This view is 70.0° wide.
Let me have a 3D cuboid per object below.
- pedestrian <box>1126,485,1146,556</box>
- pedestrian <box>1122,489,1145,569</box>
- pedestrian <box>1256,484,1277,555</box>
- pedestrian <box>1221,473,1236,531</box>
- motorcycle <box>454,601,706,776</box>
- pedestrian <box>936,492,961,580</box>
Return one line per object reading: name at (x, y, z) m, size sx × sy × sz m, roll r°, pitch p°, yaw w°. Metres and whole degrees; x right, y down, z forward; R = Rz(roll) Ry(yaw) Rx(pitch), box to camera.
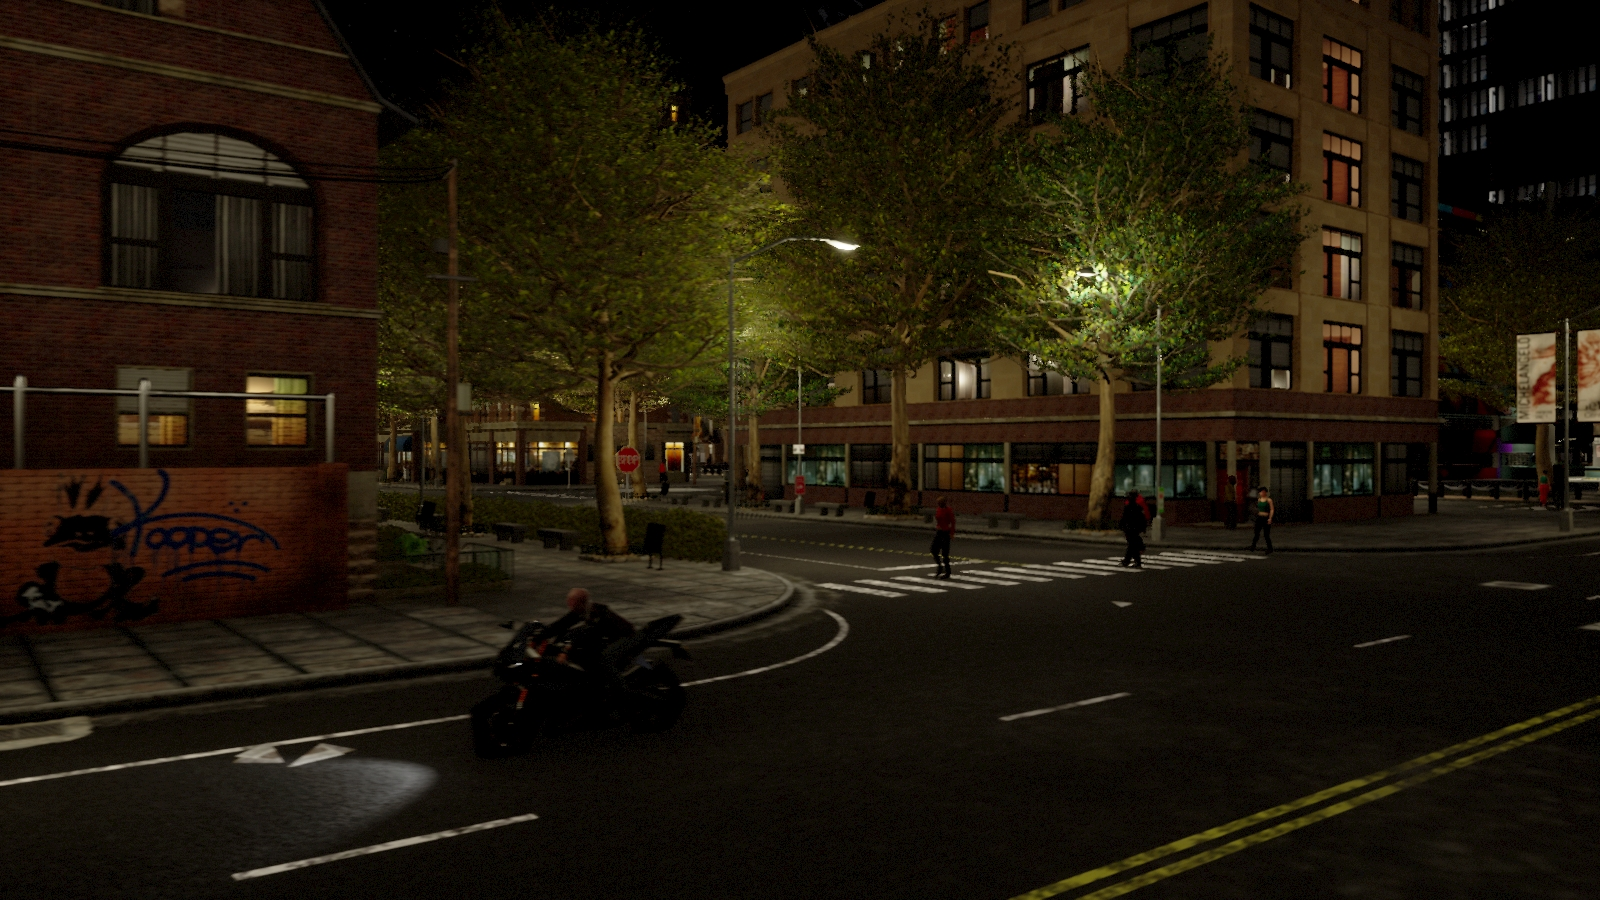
pedestrian at (8.866, 1.854, 30.134) m, size 0.375 × 1.860 × 0.375 m, roll 0°, pitch 0°, yaw -42°
pedestrian at (7.895, 1.853, 27.017) m, size 0.375 × 1.860 × 0.375 m, roll 0°, pitch 0°, yaw -38°
pedestrian at (12.424, 1.853, 30.443) m, size 0.375 × 1.860 × 0.375 m, roll 0°, pitch 0°, yaw -36°
pedestrian at (14.023, 1.702, 37.349) m, size 0.375 × 1.860 × 0.375 m, roll 0°, pitch 0°, yaw 36°
motorcycle at (-2.068, 2.207, 10.934) m, size 2.209 × 1.251 × 0.867 m, roll 0°, pitch 0°, yaw -37°
pedestrian at (3.210, 1.853, 24.691) m, size 0.375 × 1.860 × 0.375 m, roll 0°, pitch 0°, yaw -36°
